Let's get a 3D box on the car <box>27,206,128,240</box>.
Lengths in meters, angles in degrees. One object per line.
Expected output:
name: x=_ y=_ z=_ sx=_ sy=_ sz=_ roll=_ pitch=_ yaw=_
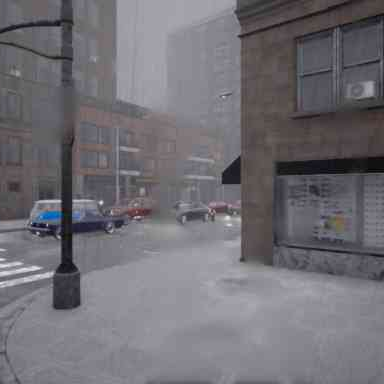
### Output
car: x=-5.889 y=1.615 z=17.332 sx=1.895 sy=1.301 sz=4.718 roll=0 pitch=0 yaw=37

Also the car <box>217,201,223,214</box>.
car: x=2.307 y=1.572 z=33.343 sx=1.887 sy=1.381 sz=4.507 roll=0 pitch=0 yaw=36

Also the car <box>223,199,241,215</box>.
car: x=5.354 y=1.381 z=32.836 sx=2.097 sy=1.767 sz=4.553 roll=0 pitch=0 yaw=36

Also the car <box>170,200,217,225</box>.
car: x=-0.418 y=1.526 z=24.862 sx=1.837 sy=1.490 sz=4.892 roll=0 pitch=0 yaw=36

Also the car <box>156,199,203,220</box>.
car: x=-0.970 y=1.463 z=28.807 sx=1.967 sy=1.590 sz=4.097 roll=0 pitch=0 yaw=36

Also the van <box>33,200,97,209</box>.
van: x=-7.526 y=1.355 z=19.736 sx=1.690 sy=1.788 sz=3.998 roll=0 pitch=0 yaw=36

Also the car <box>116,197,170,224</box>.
car: x=-4.248 y=1.334 z=24.272 sx=2.192 sy=1.841 sz=5.009 roll=0 pitch=0 yaw=36
